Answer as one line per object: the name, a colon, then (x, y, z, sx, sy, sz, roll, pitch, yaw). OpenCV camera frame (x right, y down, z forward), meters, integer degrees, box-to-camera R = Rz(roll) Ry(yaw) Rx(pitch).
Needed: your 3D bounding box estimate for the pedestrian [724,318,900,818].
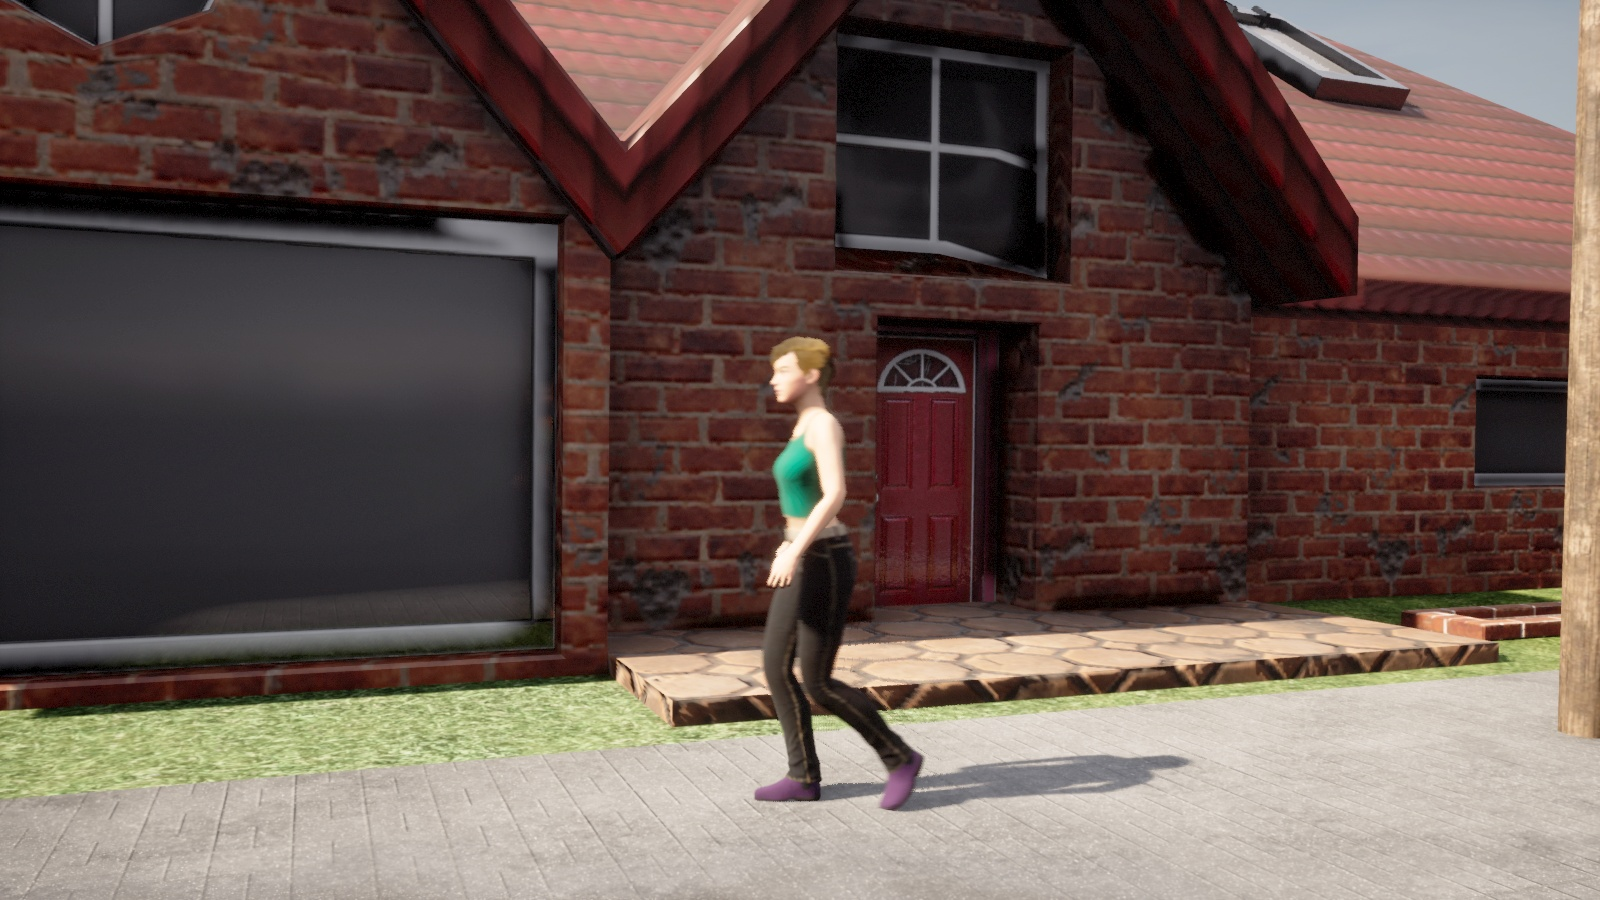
pedestrian: (0.041, 0.429, 4.834, 0.594, 1.836, 0.345, -1, 1, -14)
